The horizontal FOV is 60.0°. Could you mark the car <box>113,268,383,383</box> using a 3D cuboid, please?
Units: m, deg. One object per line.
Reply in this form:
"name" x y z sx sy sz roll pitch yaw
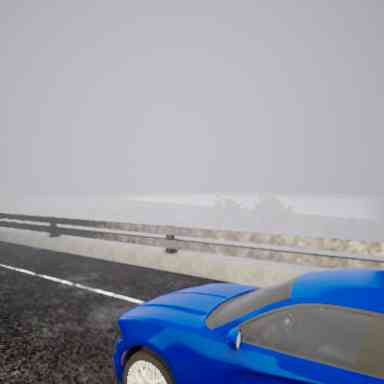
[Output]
"car" 1.424 1.479 2.986 5.008 1.535 1.882 0 0 35
